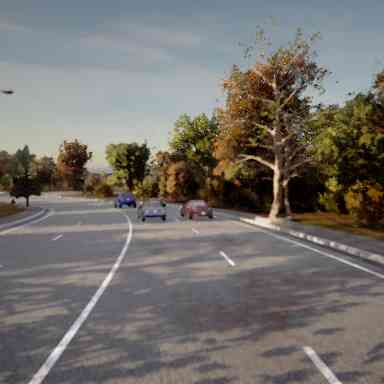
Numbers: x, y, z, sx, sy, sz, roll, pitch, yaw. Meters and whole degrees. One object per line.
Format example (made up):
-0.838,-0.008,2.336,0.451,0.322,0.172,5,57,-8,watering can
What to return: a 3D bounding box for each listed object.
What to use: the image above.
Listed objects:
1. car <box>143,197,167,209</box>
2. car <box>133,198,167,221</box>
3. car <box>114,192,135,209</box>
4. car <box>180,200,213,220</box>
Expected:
-4.920,1.372,43.494,1.895,1.301,4.718,-2,1,-21,car
-3.201,1.435,26.108,2.033,1.411,5.357,-1,0,-14,car
-8.907,1.080,44.036,2.150,2.045,5.566,-2,0,-21,car
0.313,1.355,26.391,1.812,1.442,4.674,-1,1,-13,car
